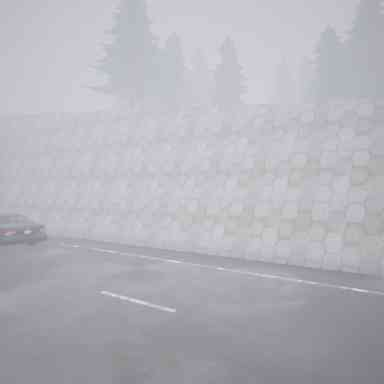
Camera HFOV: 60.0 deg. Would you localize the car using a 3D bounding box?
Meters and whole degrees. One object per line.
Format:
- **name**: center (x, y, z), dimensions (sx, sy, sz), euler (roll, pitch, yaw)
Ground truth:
- **car**: center (-8.269, 1.560, 14.066), dimensions (5.357, 1.411, 2.033), euler (0, 0, 36)
